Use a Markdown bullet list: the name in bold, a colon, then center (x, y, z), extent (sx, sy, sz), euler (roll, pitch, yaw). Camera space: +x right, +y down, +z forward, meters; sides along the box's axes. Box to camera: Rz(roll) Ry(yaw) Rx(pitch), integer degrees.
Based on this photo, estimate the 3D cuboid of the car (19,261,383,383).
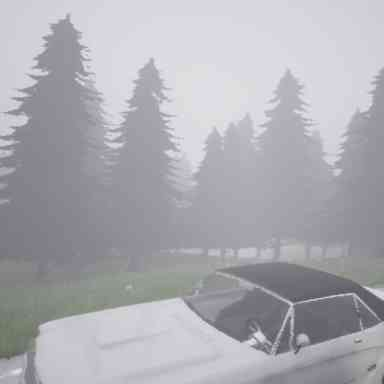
- **car**: center (0.710, 1.587, 3.736), extent (4.718, 1.301, 1.895), euler (1, 0, -28)
